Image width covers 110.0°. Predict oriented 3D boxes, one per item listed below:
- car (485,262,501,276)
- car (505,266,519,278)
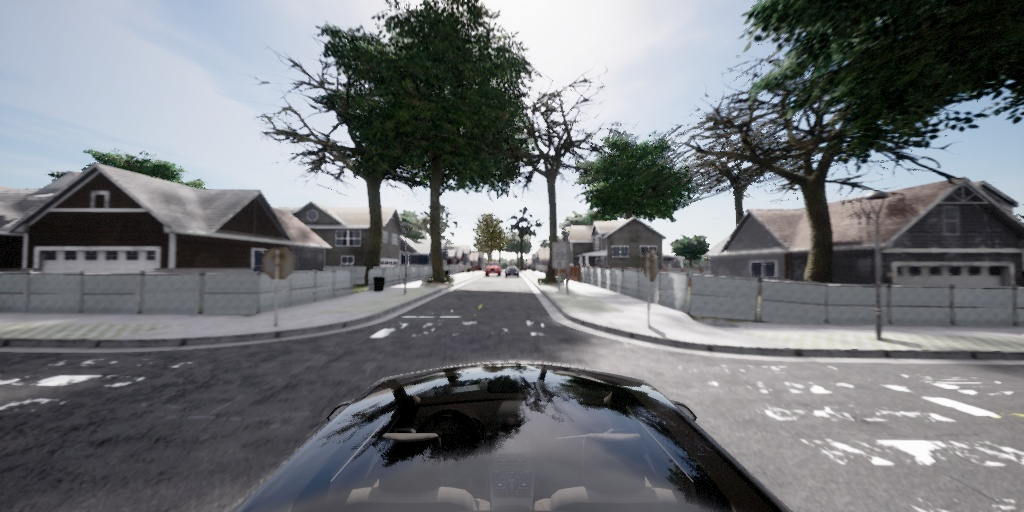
[{"bbox_3d":[-2.738,1.907,52.807,2.150,2.045,5.566,0,-1,0],"label":"car"},{"bbox_3d":[0.012,2.165,47.441,1.895,1.301,4.718,0,-1,0],"label":"car"}]
